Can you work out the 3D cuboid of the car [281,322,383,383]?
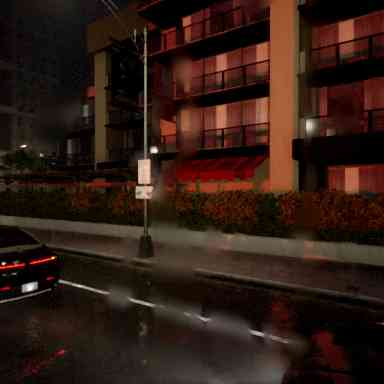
[{"bbox_3d":[3.199,1.547,1.783,5.357,1.411,2.033,0,0,35],"label":"car"}]

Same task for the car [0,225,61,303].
[{"bbox_3d":[-4.985,1.506,7.575,4.892,1.490,1.837,0,0,35],"label":"car"}]
